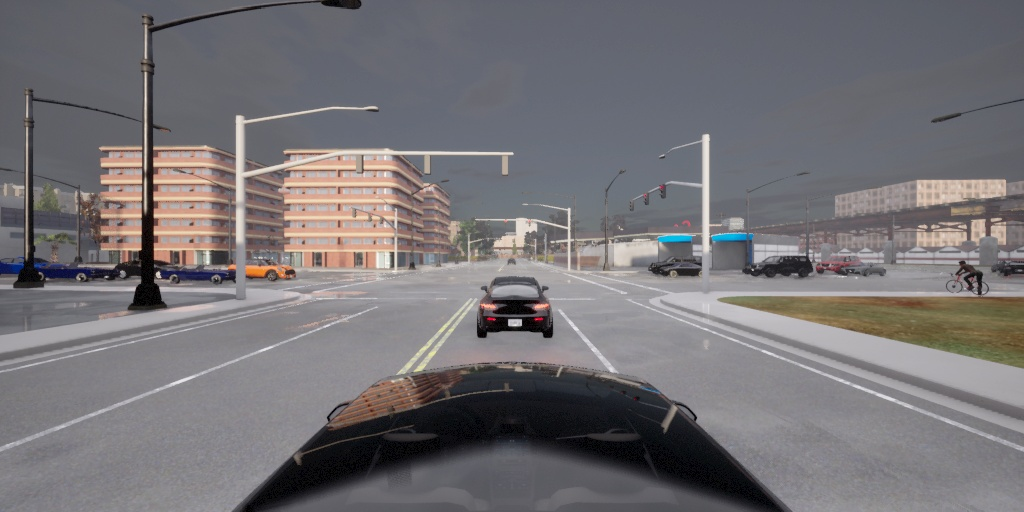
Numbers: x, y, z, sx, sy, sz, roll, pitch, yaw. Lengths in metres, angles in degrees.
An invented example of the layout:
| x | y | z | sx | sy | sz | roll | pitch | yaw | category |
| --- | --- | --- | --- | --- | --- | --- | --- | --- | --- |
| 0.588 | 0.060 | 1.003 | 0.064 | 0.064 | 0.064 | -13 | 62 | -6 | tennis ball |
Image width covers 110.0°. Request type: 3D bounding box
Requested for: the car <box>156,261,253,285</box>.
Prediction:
| x | y | z | sx | sy | sz | roll | pitch | yaw | category |
| --- | --- | --- | --- | --- | --- | --- | --- | --- | --- |
| -20.958 | 1.220 | 24.538 | 4.718 | 1.301 | 1.895 | 1 | 0 | 2 | car |

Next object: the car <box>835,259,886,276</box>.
| x | y | z | sx | sy | sz | roll | pitch | yaw | category |
| --- | --- | --- | --- | --- | --- | --- | --- | --- | --- |
| 35.253 | 1.314 | 36.009 | 4.181 | 1.385 | 1.994 | 0 | 0 | -18 | car |

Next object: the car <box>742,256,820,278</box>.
| x | y | z | sx | sy | sz | roll | pitch | yaw | category |
| --- | --- | --- | --- | --- | --- | --- | --- | --- | --- |
| 25.459 | 0.971 | 34.071 | 5.566 | 2.045 | 2.150 | 0 | 0 | -5 | car |

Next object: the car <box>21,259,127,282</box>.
| x | y | z | sx | sy | sz | roll | pitch | yaw | category |
| --- | --- | --- | --- | --- | --- | --- | --- | --- | --- |
| -30.072 | 1.088 | 24.705 | 4.718 | 1.301 | 1.895 | 1 | 0 | 1 | car |

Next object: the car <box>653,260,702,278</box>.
| x | y | z | sx | sy | sz | roll | pitch | yaw | category |
| --- | --- | --- | --- | --- | --- | --- | --- | --- | --- |
| 16.106 | 1.314 | 33.943 | 4.181 | 1.385 | 1.994 | 0 | 0 | 0 | car |

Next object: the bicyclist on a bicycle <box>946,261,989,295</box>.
| x | y | z | sx | sy | sz | roll | pitch | yaw | category |
| --- | --- | --- | --- | --- | --- | --- | --- | --- | --- |
| 21.913 | 1.050 | 17.291 | 0.582 | 1.620 | 1.656 | 0 | 0 | 0 | bicyclist on a bicycle |

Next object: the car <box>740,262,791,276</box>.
| x | y | z | sx | sy | sz | roll | pitch | yaw | category |
| --- | --- | --- | --- | --- | --- | --- | --- | --- | --- |
| 26.594 | 1.314 | 37.730 | 4.181 | 1.385 | 1.994 | 0 | 0 | -8 | car |

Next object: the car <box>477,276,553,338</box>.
| x | y | z | sx | sy | sz | roll | pitch | yaw | category |
| --- | --- | --- | --- | --- | --- | --- | --- | --- | --- |
| 0.075 | 1.276 | 10.056 | 1.812 | 1.442 | 4.674 | 0 | 0 | 0 | car |

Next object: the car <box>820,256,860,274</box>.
| x | y | z | sx | sy | sz | roll | pitch | yaw | category |
| --- | --- | --- | --- | --- | --- | --- | --- | --- | --- |
| 36.633 | 0.971 | 40.103 | 5.566 | 2.045 | 2.150 | 0 | 0 | -22 | car |

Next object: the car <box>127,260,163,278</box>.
| x | y | z | sx | sy | sz | roll | pitch | yaw | category |
| --- | --- | --- | --- | --- | --- | --- | --- | --- | --- |
| -28.234 | 1.021 | 28.172 | 4.892 | 1.490 | 1.837 | 1 | 0 | 1 | car |

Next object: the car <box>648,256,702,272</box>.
| x | y | z | sx | sy | sz | roll | pitch | yaw | category |
| --- | --- | --- | --- | --- | --- | --- | --- | --- | --- |
| 17.195 | 0.971 | 37.376 | 5.566 | 2.045 | 2.150 | 0 | 0 | 1 | car |

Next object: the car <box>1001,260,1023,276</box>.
| x | y | z | sx | sy | sz | roll | pitch | yaw | category |
| --- | --- | --- | --- | --- | --- | --- | --- | --- | --- |
| 50.512 | 1.228 | 35.542 | 5.008 | 1.535 | 1.882 | 0 | 0 | -33 | car |

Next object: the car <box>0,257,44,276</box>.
| x | y | z | sx | sy | sz | roll | pitch | yaw | category |
| --- | --- | --- | --- | --- | --- | --- | --- | --- | --- |
| -38.167 | 0.821 | 28.364 | 5.008 | 1.535 | 1.882 | 1 | 0 | 1 | car |

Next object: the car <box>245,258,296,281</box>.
| x | y | z | sx | sy | sz | roll | pitch | yaw | category |
| --- | --- | --- | --- | --- | --- | --- | --- | --- | --- |
| -19.458 | 0.986 | 28.007 | 4.553 | 1.767 | 2.097 | 1 | 0 | 1 | car |
